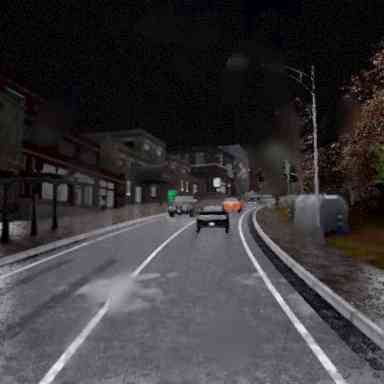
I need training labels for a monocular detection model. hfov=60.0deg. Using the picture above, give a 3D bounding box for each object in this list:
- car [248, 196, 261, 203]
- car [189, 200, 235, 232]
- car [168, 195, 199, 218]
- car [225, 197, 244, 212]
[{"bbox_3d":[13.206,1.472,70.350,1.994,1.385,4.181,-3,-1,26],"label":"car"},{"bbox_3d":[1.363,1.503,20.293,2.128,1.511,4.902,-1,0,7],"label":"car"},{"bbox_3d":[-0.607,1.298,31.320,2.150,2.045,5.566,-1,0,11],"label":"car"},{"bbox_3d":[4.703,1.339,37.798,2.097,1.767,4.553,-1,0,14],"label":"car"}]
